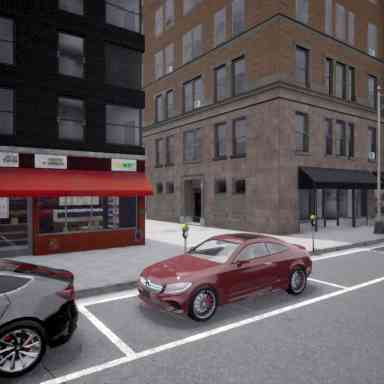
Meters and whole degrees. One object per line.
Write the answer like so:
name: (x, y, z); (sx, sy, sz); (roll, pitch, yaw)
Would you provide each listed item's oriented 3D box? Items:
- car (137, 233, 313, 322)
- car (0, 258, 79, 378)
car: (0.884, 1.582, 7.160); (4.206, 1.307, 1.802); (0, 0, -35)
car: (-3.597, 1.566, 3.969); (4.313, 1.339, 1.947); (0, 0, -35)
